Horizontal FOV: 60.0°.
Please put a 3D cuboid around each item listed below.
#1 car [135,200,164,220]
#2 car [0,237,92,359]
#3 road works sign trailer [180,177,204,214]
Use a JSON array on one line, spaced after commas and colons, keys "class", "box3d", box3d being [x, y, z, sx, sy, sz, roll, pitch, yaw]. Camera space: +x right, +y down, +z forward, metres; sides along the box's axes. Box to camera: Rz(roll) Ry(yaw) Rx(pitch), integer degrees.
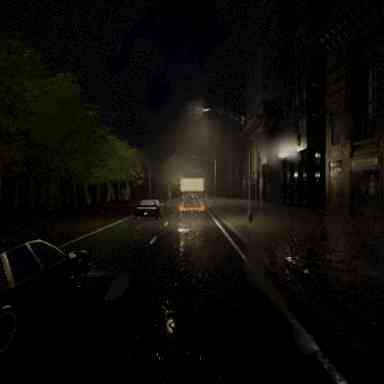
[{"class": "car", "box3d": [-3.391, 1.371, 26.790, 2.128, 1.511, 4.902, 0, 0, 0]}, {"class": "car", "box3d": [-3.398, 1.521, 5.809, 2.033, 1.411, 5.357, 0, 0, 0]}, {"class": "road works sign trailer", "box3d": [0.008, 0.323, 32.786, 2.380, 3.560, 2.880, 0, 0, 0]}]
